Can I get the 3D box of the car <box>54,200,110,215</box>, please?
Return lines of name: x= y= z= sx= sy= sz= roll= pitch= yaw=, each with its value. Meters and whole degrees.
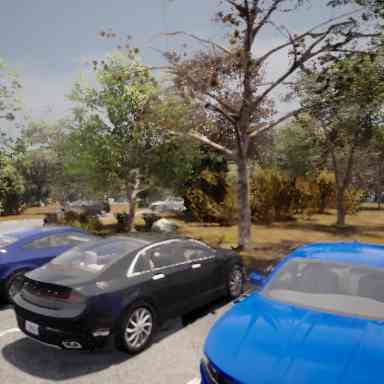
car: x=-8.989 y=1.402 z=27.414 sx=2.128 sy=1.511 sz=4.902 roll=-3 pitch=-1 yaw=34

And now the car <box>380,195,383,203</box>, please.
car: x=24.375 y=0.791 z=38.372 sx=4.892 sy=1.490 sz=1.837 roll=-1 pitch=0 yaw=36

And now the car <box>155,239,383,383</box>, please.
car: x=2.001 y=1.482 z=4.395 sx=2.097 sy=1.535 sz=5.008 roll=0 pitch=0 yaw=35

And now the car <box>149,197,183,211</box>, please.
car: x=-2.707 y=1.306 z=36.425 sx=1.812 sy=1.442 sz=4.674 roll=-3 pitch=-1 yaw=36

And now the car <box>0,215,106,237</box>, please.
car: x=-3.336 y=1.537 z=8.190 sx=2.002 sy=1.452 sz=4.674 roll=0 pitch=0 yaw=36

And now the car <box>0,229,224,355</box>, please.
car: x=-0.670 y=1.491 z=6.286 sx=2.231 sy=1.521 sz=4.892 roll=0 pitch=0 yaw=35
